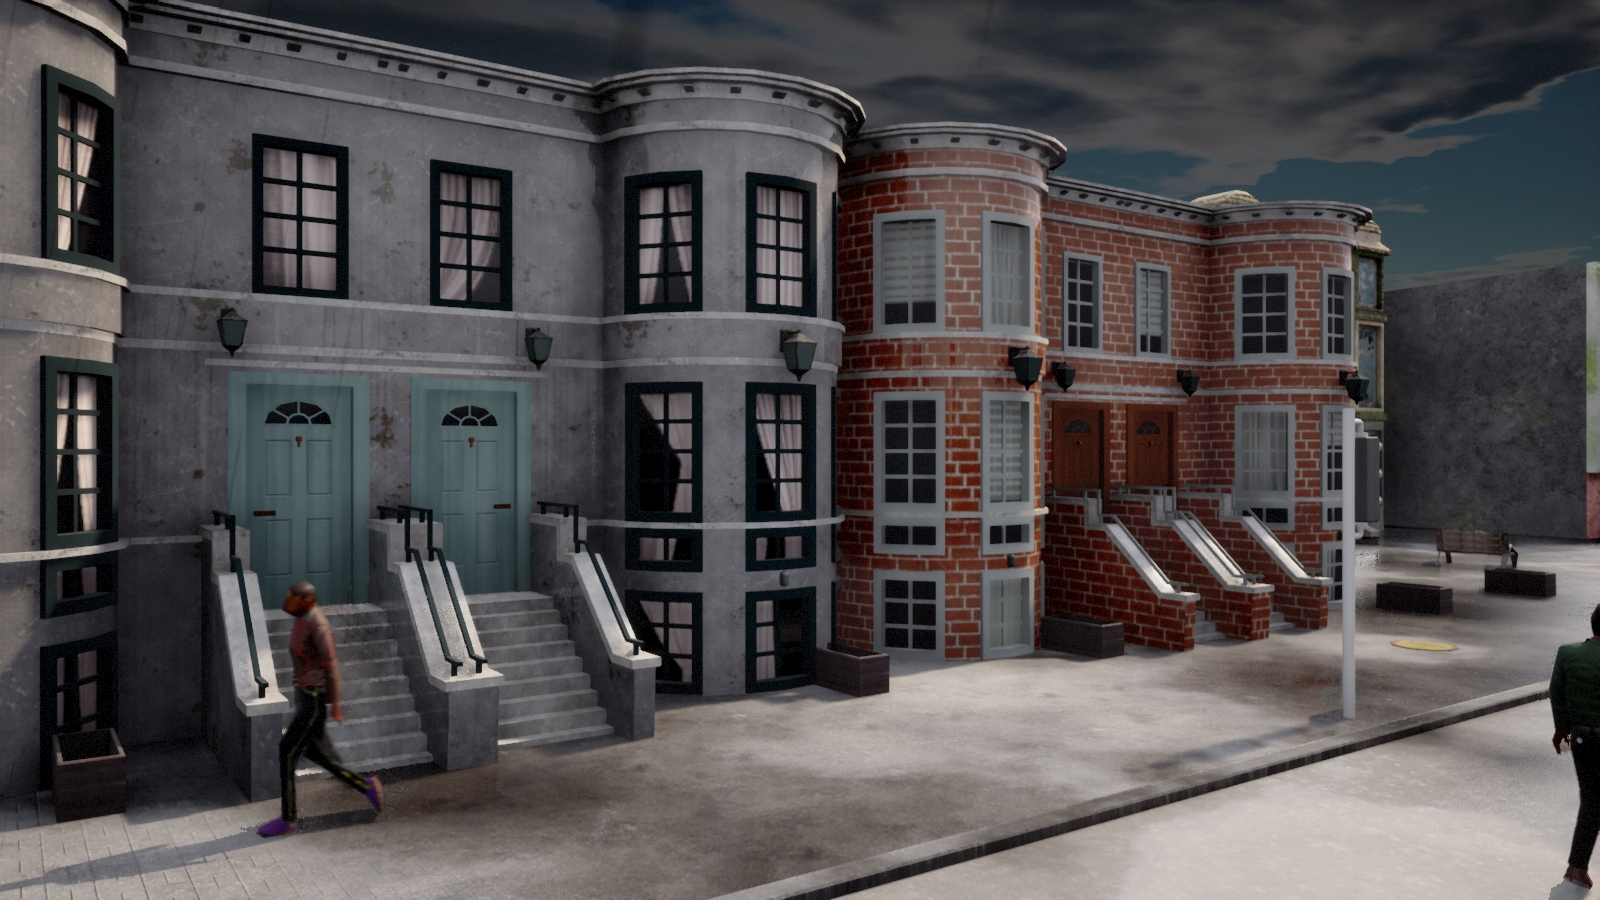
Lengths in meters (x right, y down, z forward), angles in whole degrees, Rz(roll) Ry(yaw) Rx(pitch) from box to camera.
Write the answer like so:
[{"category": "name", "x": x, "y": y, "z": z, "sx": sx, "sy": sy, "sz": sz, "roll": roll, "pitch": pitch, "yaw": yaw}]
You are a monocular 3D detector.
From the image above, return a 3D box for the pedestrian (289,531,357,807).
[{"category": "pedestrian", "x": -3.393, "y": 1.524, "z": 8.126, "sx": 0.375, "sy": 1.860, "sz": 0.375, "roll": 0, "pitch": 0, "yaw": -35}]

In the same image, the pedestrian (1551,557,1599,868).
[{"category": "pedestrian", "x": 5.025, "y": 1.628, "z": 7.176, "sx": 0.375, "sy": 1.860, "sz": 0.375, "roll": 0, "pitch": 0, "yaw": -23}]
